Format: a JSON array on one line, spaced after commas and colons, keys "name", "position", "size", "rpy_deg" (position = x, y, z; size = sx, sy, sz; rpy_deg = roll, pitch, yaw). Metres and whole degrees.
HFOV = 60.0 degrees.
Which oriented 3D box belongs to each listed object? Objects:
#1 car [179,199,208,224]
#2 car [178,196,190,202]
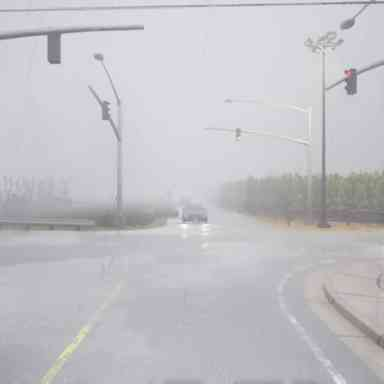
[{"name": "car", "position": [0.159, 1.598, 25.272], "size": [1.812, 1.442, 4.674], "rpy_deg": [0, 1, -3]}, {"name": "car", "position": [-0.965, 1.432, 50.066], "size": [1.837, 1.490, 4.892], "rpy_deg": [0, 0, -3]}]
